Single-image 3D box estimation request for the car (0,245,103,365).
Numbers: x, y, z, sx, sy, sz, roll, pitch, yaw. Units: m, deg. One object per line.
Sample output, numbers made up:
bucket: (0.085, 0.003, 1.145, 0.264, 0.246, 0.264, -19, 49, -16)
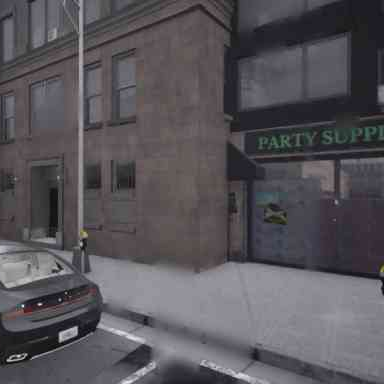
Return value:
car: (-3.330, 1.550, 5.452, 4.403, 1.369, 2.008, 0, 0, 35)
